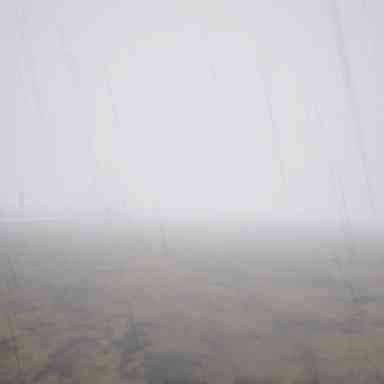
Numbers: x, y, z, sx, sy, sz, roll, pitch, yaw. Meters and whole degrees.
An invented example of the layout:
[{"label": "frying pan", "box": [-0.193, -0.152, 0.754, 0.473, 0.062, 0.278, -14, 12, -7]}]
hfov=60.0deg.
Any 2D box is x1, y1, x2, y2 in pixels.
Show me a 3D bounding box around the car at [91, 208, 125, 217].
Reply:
[{"label": "car", "box": [-11.731, 2.871, 46.664, 1.895, 1.301, 4.718, -1, -3, 35]}]
